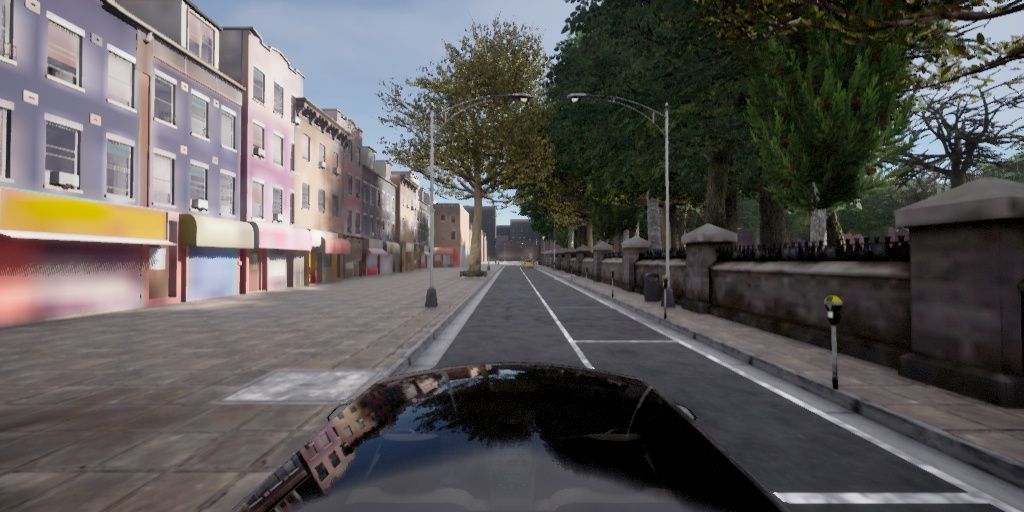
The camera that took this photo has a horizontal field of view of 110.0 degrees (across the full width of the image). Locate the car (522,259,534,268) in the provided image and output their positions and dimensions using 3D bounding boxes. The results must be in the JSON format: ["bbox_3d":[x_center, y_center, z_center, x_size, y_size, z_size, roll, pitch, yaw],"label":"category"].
[{"bbox_3d":[2.750,1.291,61.788,1.801,1.575,5.366,0,0,0],"label":"car"}]
